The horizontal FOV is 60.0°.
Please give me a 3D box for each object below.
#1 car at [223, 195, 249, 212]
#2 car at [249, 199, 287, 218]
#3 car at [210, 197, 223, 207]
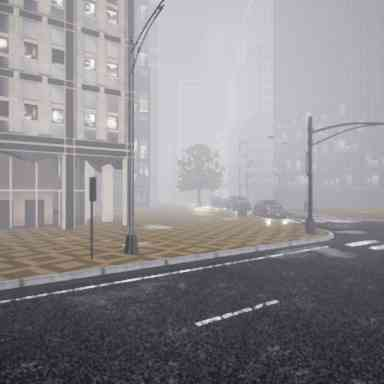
[{"bbox_3d":[6.113,1.461,43.916,2.150,2.045,5.566,0,0,-8],"label":"car"},{"bbox_3d":[7.589,1.511,32.689,2.097,1.767,4.553,0,0,-8],"label":"car"},{"bbox_3d":[4.474,1.938,56.524,1.895,1.301,4.718,0,0,-7],"label":"car"}]
